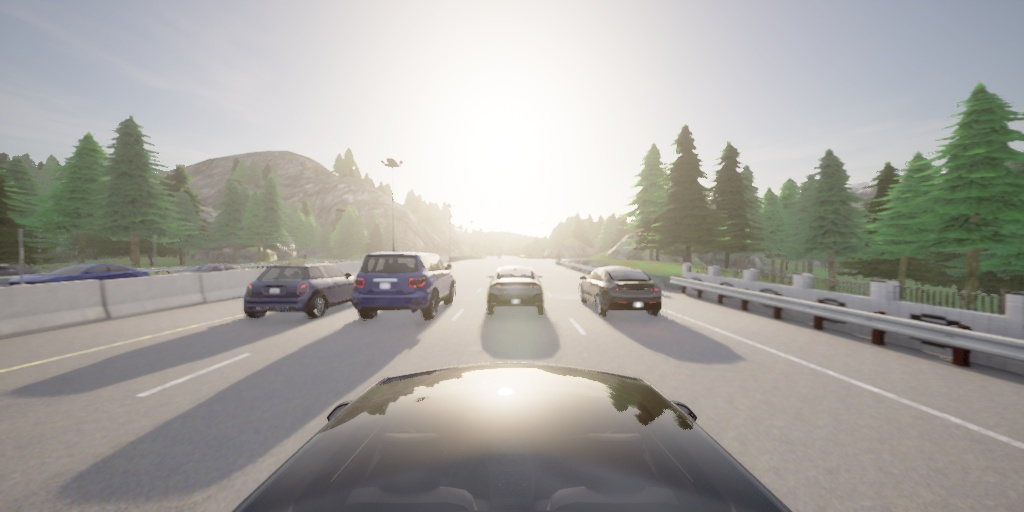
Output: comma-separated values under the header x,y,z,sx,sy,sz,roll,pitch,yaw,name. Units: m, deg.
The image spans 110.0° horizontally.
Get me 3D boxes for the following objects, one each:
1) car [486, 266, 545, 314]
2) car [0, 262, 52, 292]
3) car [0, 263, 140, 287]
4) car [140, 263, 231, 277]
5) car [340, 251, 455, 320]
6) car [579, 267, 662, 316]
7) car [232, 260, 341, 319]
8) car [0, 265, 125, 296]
x,y,z,sx,sy,sz,roll,pitch,yaw,name
0.115,1.111,13.020,2.128,1.511,4.902,0,1,0,car
-28.023,1.142,18.563,2.128,1.511,4.902,0,1,1,car
-21.029,1.113,17.763,1.882,1.535,5.008,0,0,1,car
-17.495,1.140,20.687,2.033,1.411,5.357,0,1,1,car
-3.386,0.861,12.266,2.150,2.045,5.566,0,1,0,car
3.615,1.117,12.663,1.837,1.490,4.892,0,1,0,car
-6.886,1.000,12.529,2.097,1.767,4.553,0,1,0,car
-24.512,1.230,19.427,1.895,1.301,4.718,0,1,1,car
